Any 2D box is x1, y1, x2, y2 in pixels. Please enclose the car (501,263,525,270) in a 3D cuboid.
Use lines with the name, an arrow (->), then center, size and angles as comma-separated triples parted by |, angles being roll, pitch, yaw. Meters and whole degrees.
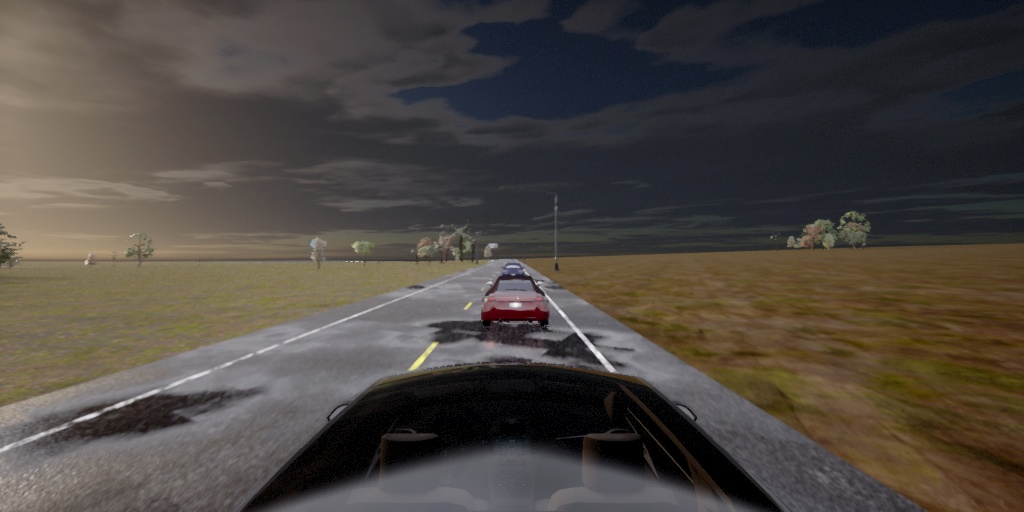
car -> 0.089, 1.290, 29.545 | 1.812, 1.442, 4.674 | 0, 0, 0

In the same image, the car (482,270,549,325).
car -> 0.097, 1.319, 11.861 | 1.994, 1.385, 4.181 | 0, 0, 0
